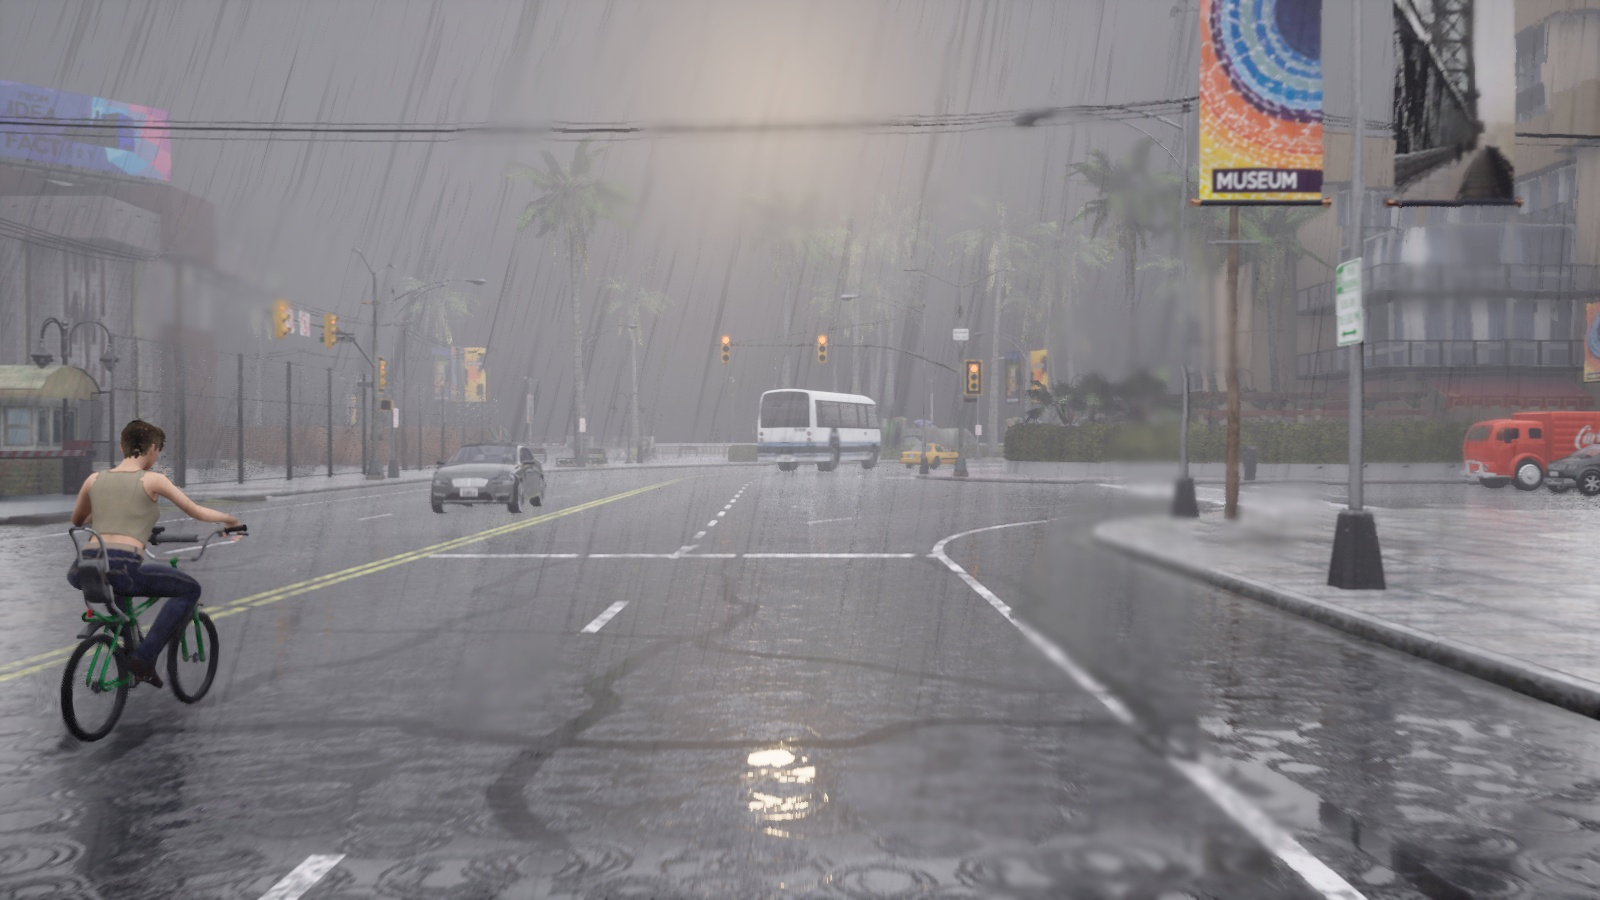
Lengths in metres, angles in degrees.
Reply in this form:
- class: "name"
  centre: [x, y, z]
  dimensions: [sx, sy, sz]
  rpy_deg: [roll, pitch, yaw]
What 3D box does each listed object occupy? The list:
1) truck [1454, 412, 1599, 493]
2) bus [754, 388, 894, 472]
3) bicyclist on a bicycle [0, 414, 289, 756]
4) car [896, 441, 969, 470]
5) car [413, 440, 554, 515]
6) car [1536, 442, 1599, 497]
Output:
- class: "truck"
  centre: [23.911, 0.055, 39.628]
  dimensions: [5.204, 2.467, 2.627]
  rpy_deg: [0, 0, 0]
- class: "bus"
  centre: [1.521, -1.016, 68.790]
  dimensions: [3.944, 4.253, 10.273]
  rpy_deg: [0, 0, 24]
- class: "bicyclist on a bicycle"
  centre: [-3.484, 0.643, 6.699]
  dimensions: [0.866, 1.612, 1.509]
  rpy_deg: [0, -1, 1]
- class: "car"
  centre: [7.645, 0.287, 71.885]
  dimensions: [1.801, 1.575, 5.366]
  rpy_deg: [0, 0, 35]
- class: "car"
  centre: [-6.870, 0.541, 27.835]
  dimensions: [2.128, 1.511, 4.902]
  rpy_deg: [0, 0, -3]
- class: "car"
  centre: [23.572, 0.541, 36.137]
  dimensions: [3.705, 1.549, 1.789]
  rpy_deg: [0, 0, 0]
